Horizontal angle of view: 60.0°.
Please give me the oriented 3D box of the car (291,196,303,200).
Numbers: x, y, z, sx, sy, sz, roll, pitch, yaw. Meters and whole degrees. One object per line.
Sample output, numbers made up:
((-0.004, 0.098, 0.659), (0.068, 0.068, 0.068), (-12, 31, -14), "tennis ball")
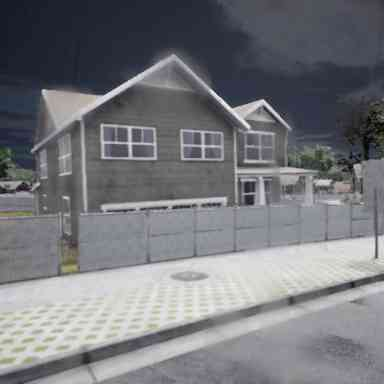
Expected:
((19.680, 1.532, 62.627), (1.837, 1.490, 4.892), (-1, 0, 14), "car")
